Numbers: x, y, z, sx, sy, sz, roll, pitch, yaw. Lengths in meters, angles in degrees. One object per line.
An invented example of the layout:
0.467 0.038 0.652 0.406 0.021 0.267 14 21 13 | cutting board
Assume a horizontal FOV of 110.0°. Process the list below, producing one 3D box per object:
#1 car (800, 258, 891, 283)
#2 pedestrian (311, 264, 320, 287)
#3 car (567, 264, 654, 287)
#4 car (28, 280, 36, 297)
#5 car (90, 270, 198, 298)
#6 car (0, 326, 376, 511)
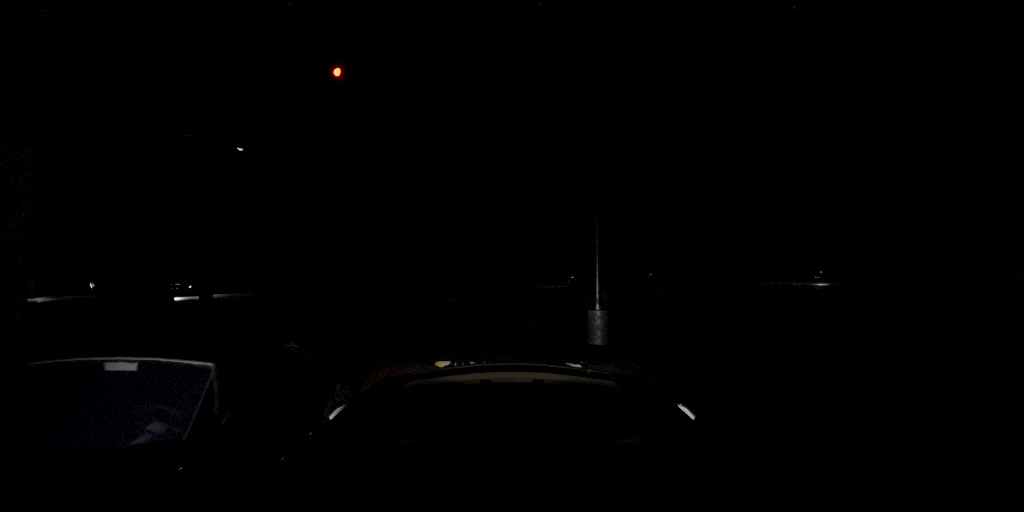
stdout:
21.642 0.914 23.418 5.008 1.535 1.882 -1 -2 0 | car
-15.055 1.466 27.413 0.375 1.860 0.375 0 -1 0 | pedestrian
6.363 1.236 23.452 5.357 1.411 2.033 -1 -2 0 | car
-29.645 1.582 19.851 5.008 1.535 1.882 -1 -2 0 | car
-20.220 1.494 19.823 4.892 1.490 1.837 -1 -2 0 | car
-2.828 1.351 2.725 1.895 1.301 4.718 0 0 1 | car
